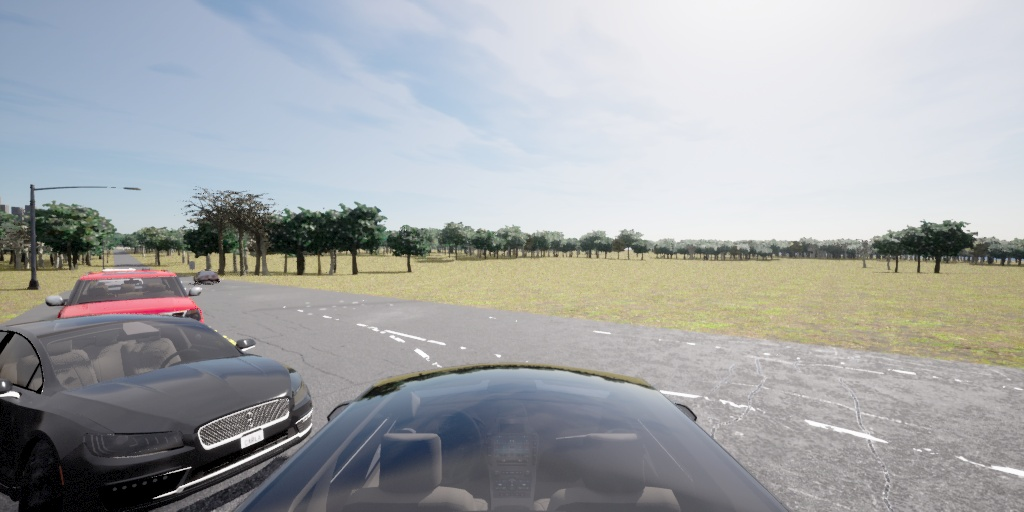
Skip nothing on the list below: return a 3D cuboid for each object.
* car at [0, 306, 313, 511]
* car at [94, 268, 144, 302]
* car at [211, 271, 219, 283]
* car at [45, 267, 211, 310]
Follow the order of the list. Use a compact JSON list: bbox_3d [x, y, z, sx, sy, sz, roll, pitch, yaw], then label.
[{"bbox_3d":[-4.488,1.445,4.028,4.892,1.490,1.837,-3,-3,22],"label":"car"},{"bbox_3d":[-27.584,1.891,25.203,5.566,2.045,2.150,-2,0,42],"label":"car"},{"bbox_3d":[-35.844,2.481,42.024,5.357,1.411,2.033,-2,0,42],"label":"car"},{"bbox_3d":[-9.310,1.386,8.766,5.566,2.045,2.150,-2,0,42],"label":"car"}]
